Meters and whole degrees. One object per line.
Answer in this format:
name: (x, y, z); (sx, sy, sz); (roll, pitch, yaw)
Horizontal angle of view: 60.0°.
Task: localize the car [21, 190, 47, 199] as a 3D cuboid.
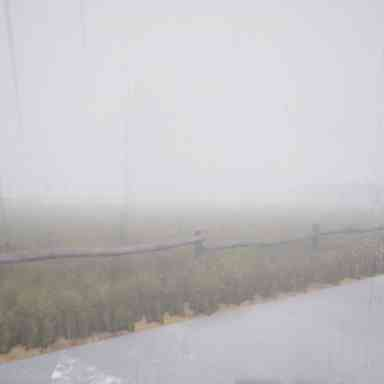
car: (-34.766, 0.776, 73.951); (4.611, 1.667, 2.242); (1, 0, -33)
